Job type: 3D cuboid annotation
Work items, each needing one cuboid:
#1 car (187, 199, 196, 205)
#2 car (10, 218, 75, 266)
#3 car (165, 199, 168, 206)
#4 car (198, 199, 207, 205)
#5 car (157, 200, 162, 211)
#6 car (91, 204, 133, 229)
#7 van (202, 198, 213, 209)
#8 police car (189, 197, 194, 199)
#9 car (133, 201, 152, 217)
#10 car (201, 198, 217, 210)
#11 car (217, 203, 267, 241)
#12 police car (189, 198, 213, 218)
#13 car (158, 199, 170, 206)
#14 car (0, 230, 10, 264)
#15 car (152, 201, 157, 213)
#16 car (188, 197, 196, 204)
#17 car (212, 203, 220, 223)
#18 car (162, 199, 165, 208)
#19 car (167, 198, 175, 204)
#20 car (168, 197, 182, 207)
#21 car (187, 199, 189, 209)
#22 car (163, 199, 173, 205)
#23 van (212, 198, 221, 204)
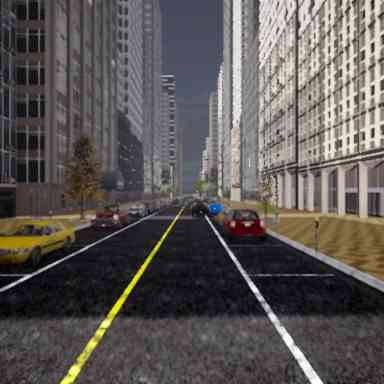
[{"bbox_3d":[-0.058,2.153,70.956,1.895,1.301,4.718,0,-1,0],"label":"car"},{"bbox_3d":[-5.708,1.643,11.978,1.752,1.417,4.829,-1,-1,0],"label":"car"},{"bbox_3d":[-5.745,2.142,57.614,1.802,1.307,4.206,-1,-1,0],"label":"car"},{"bbox_3d":[2.617,2.331,80.354,2.008,1.369,4.403,-1,-1,0],"label":"car"},{"bbox_3d":[-5.736,1.995,46.247,1.887,1.381,4.507,-1,-1,0],"label":"car"},{"bbox_3d":[-5.718,1.670,23.515,1.967,1.590,4.097,-1,-1,0],"label":"car"},{"bbox_3d":[2.634,1.901,57.623,1.690,1.788,3.998,-1,-1,0],"label":"van"},{"bbox_3d":[0.863,1.863,45.027,1.930,1.638,5.238,0,-1,0],"label":"police car"},{"bbox_3d":[-5.727,1.890,34.880,2.008,1.369,4.403,-1,-1,0],"label":"car"},{"bbox_3d":[2.638,1.820,51.940,2.192,1.841,5.009,-1,-1,0],"label":"car"},{"bbox_3d":[2.667,1.614,17.839,1.967,1.590,4.097,-1,-1,0],"label":"car"},{"bbox_3d":[0.871,1.766,35.027,1.930,1.638,5.238,0,-1,0],"label":"police car"},{"bbox_3d":[-5.754,2.221,68.981,2.008,1.369,4.403,-1,-1,0],"label":"car"},{"bbox_3d":[-5.704,1.504,6.465,1.967,1.590,4.097,-1,-1,0],"label":"car"},{"bbox_3d":[-5.731,1.961,40.564,1.947,1.339,4.313,-1,-1,0],"label":"car"},{"bbox_3d":[-0.070,2.057,85.898,2.097,1.767,4.553,0,-1,0],"label":"car"},{"bbox_3d":[2.663,1.756,23.691,1.752,1.417,4.829,-1,-1,0],"label":"car"},{"bbox_3d":[-5.741,2.056,51.931,2.008,1.369,4.403,-1,-1,0],"label":"car"},{"bbox_3d":[-5.773,2.472,91.714,1.802,1.307,4.206,-1,-1,0],"label":"car"},{"bbox_3d":[-3.068,2.139,65.321,1.837,1.490,4.892,0,-1,0],"label":"car"},{"bbox_3d":[0.601,1.974,51.014,1.882,1.535,5.008,0,-1,6],"label":"car"},{"bbox_3d":[-5.763,2.331,80.347,2.008,1.369,4.403,-1,-1,0],"label":"car"},{"bbox_3d":[2.647,1.736,40.573,1.690,1.788,3.998,-1,-1,0],"label":"van"}]
